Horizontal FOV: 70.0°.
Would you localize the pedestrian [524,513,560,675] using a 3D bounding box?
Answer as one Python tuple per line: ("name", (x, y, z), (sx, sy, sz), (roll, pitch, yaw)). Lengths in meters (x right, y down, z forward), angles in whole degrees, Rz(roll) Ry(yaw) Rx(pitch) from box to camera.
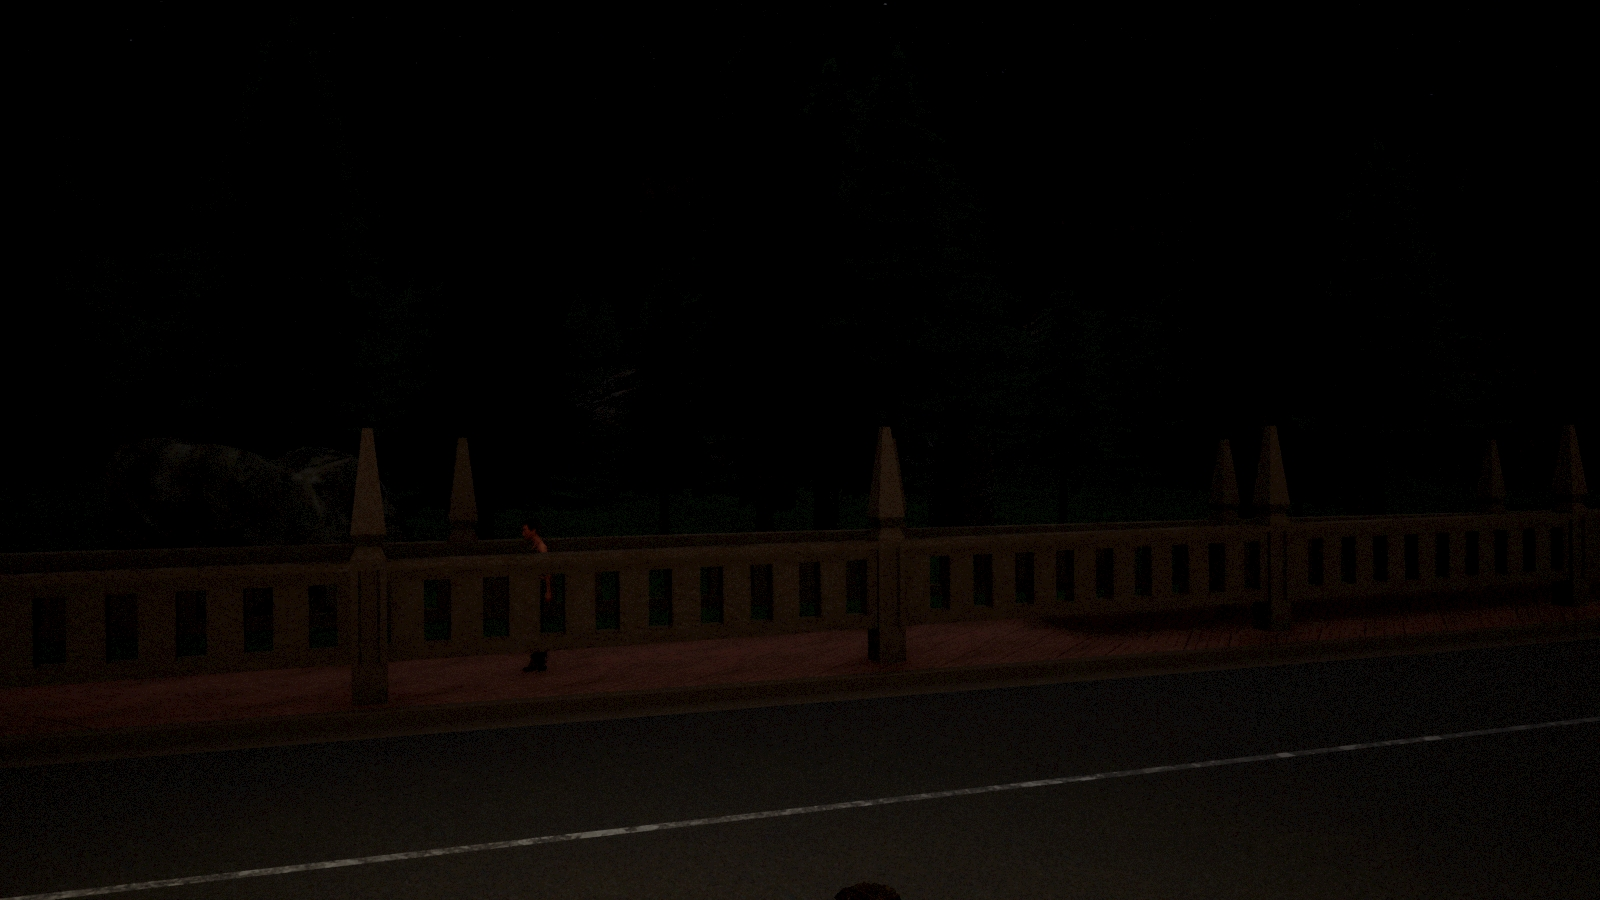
("pedestrian", (-3.070, 1.694, 13.580), (0.375, 1.860, 0.375), (0, 0, -20))
